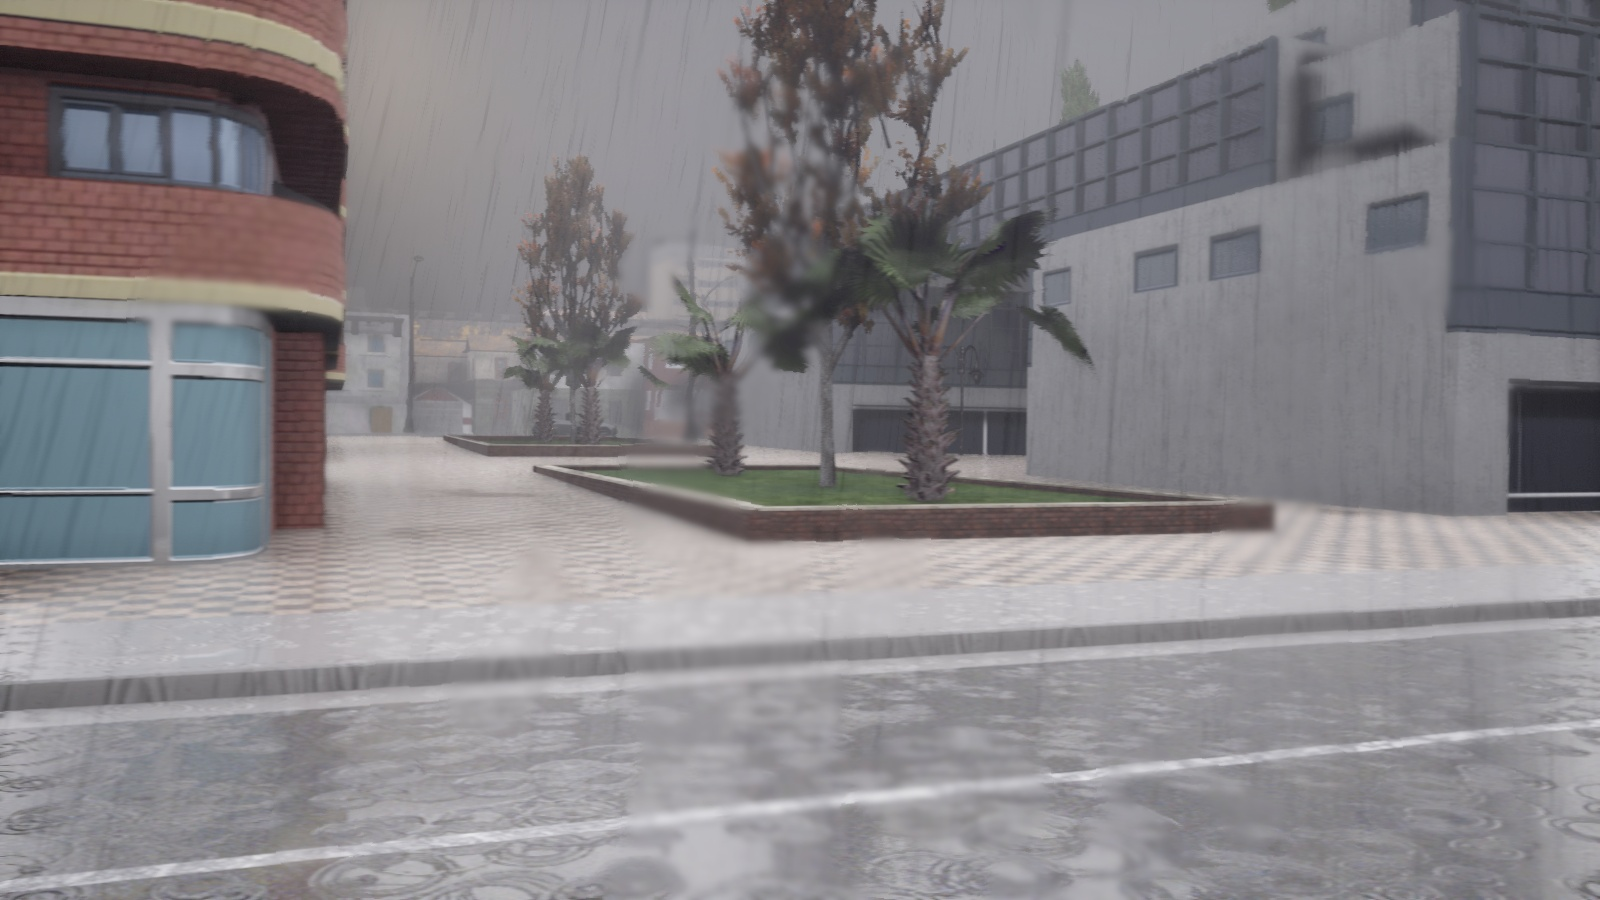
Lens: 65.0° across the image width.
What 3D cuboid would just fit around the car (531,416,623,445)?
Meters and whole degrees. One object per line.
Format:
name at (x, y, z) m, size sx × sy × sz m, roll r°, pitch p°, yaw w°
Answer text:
car at (-11.973, -1.039, 67.402) m, size 4.514 × 1.525 × 2.007 m, roll -1°, pitch 1°, yaw -21°
